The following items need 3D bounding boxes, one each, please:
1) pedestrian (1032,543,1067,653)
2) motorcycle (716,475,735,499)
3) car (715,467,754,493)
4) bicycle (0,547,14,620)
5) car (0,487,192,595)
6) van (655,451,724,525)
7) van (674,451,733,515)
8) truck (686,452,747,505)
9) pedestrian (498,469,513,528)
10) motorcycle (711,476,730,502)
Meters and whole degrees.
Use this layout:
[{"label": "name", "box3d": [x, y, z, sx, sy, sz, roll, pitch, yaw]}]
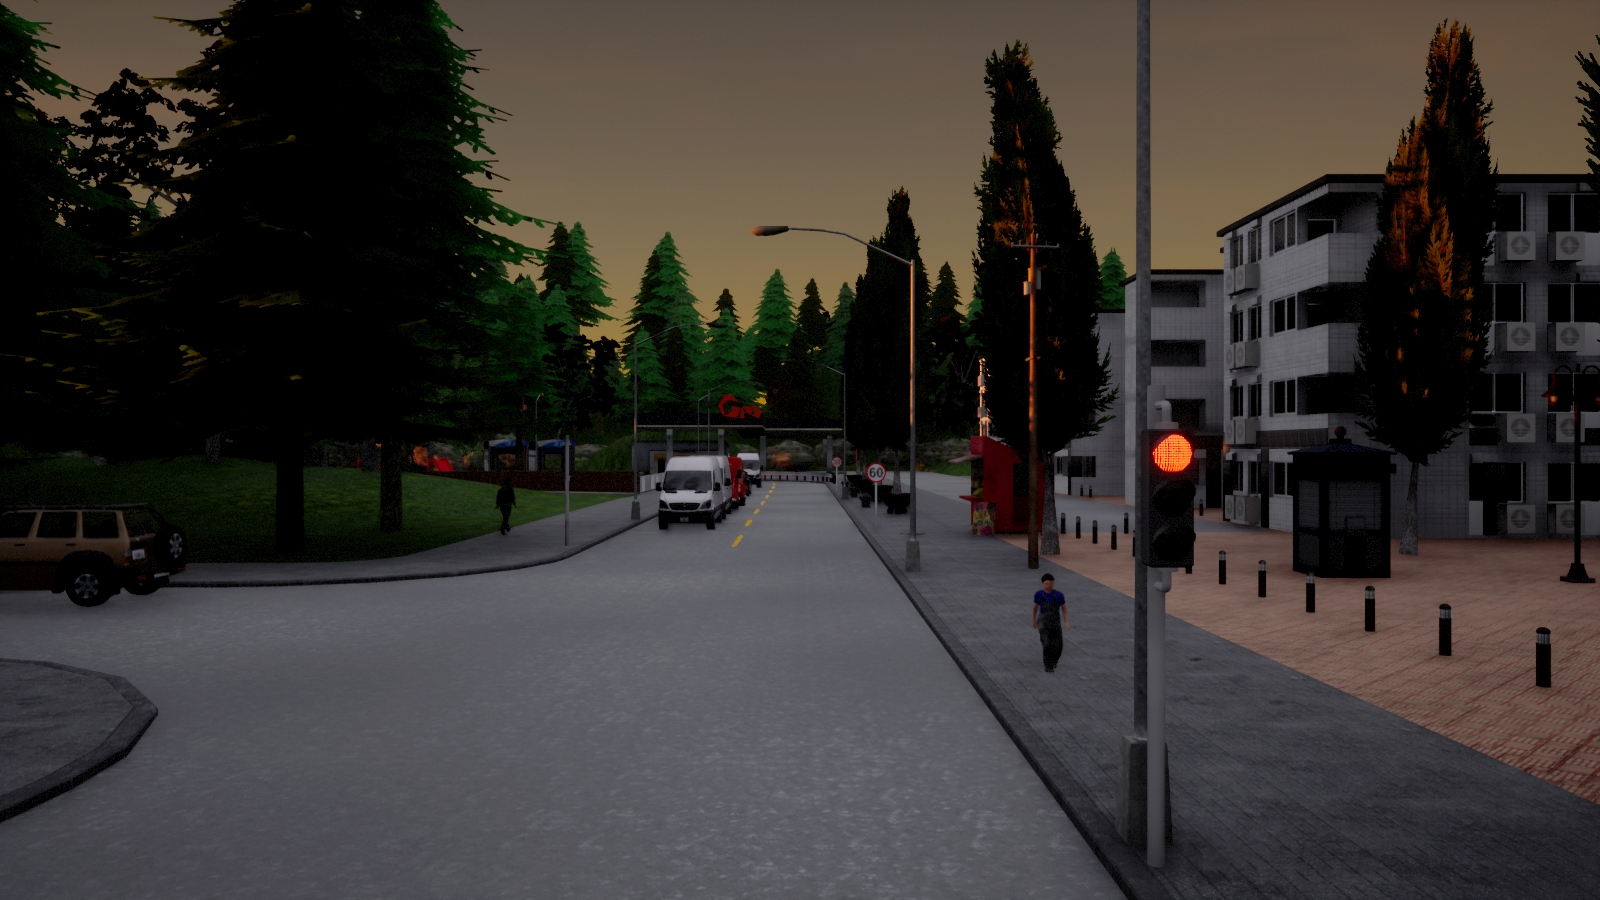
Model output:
[{"label": "pedestrian", "box3d": [3.060, 1.802, 14.001, 0.375, 1.300, 0.375, 0, 0, 5]}, {"label": "motorcycle", "box3d": [-3.988, 1.975, 61.268, 0.867, 1.251, 2.209, 0, 0, 0]}, {"label": "car", "box3d": [-3.975, 1.816, 70.543, 2.128, 1.511, 4.902, 0, 0, 0]}, {"label": "bicycle", "box3d": [-12.870, 2.033, 17.206, 1.487, 1.080, 0.859, 0, 0, 0]}, {"label": "car", "box3d": [-14.068, 1.640, 21.141, 4.605, 1.855, 1.932, 0, 0, 0]}, {"label": "van", "box3d": [-4.013, 1.307, 42.390, 1.988, 2.561, 5.915, 0, 0, 0]}, {"label": "van", "box3d": [-4.007, 1.306, 48.327, 1.988, 2.561, 5.915, 0, 0, 0]}, {"label": "truck", "box3d": [-3.995, 1.339, 55.631, 2.627, 2.467, 5.204, 0, 0, 0]}, {"label": "pedestrian", "box3d": [-9.289, 1.519, 36.067, 0.375, 1.860, 0.375, 0, 0, 1]}, {"label": "motorcycle", "box3d": [-3.975, 1.953, 57.177, 0.856, 1.236, 1.805, 0, 0, 0]}]
